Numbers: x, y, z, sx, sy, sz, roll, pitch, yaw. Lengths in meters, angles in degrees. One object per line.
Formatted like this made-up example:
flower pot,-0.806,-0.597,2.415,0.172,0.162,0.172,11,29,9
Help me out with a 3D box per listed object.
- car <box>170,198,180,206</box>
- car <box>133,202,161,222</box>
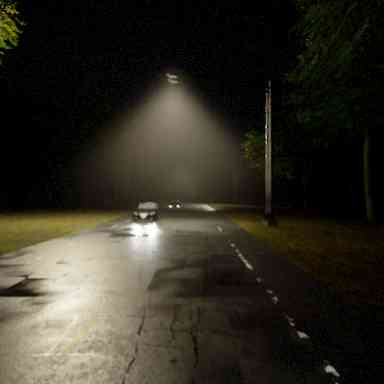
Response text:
car,-3.515,2.041,68.375,1.882,1.535,5.008,0,-1,0
car,-3.604,1.607,27.218,2.128,1.511,4.902,0,0,0
